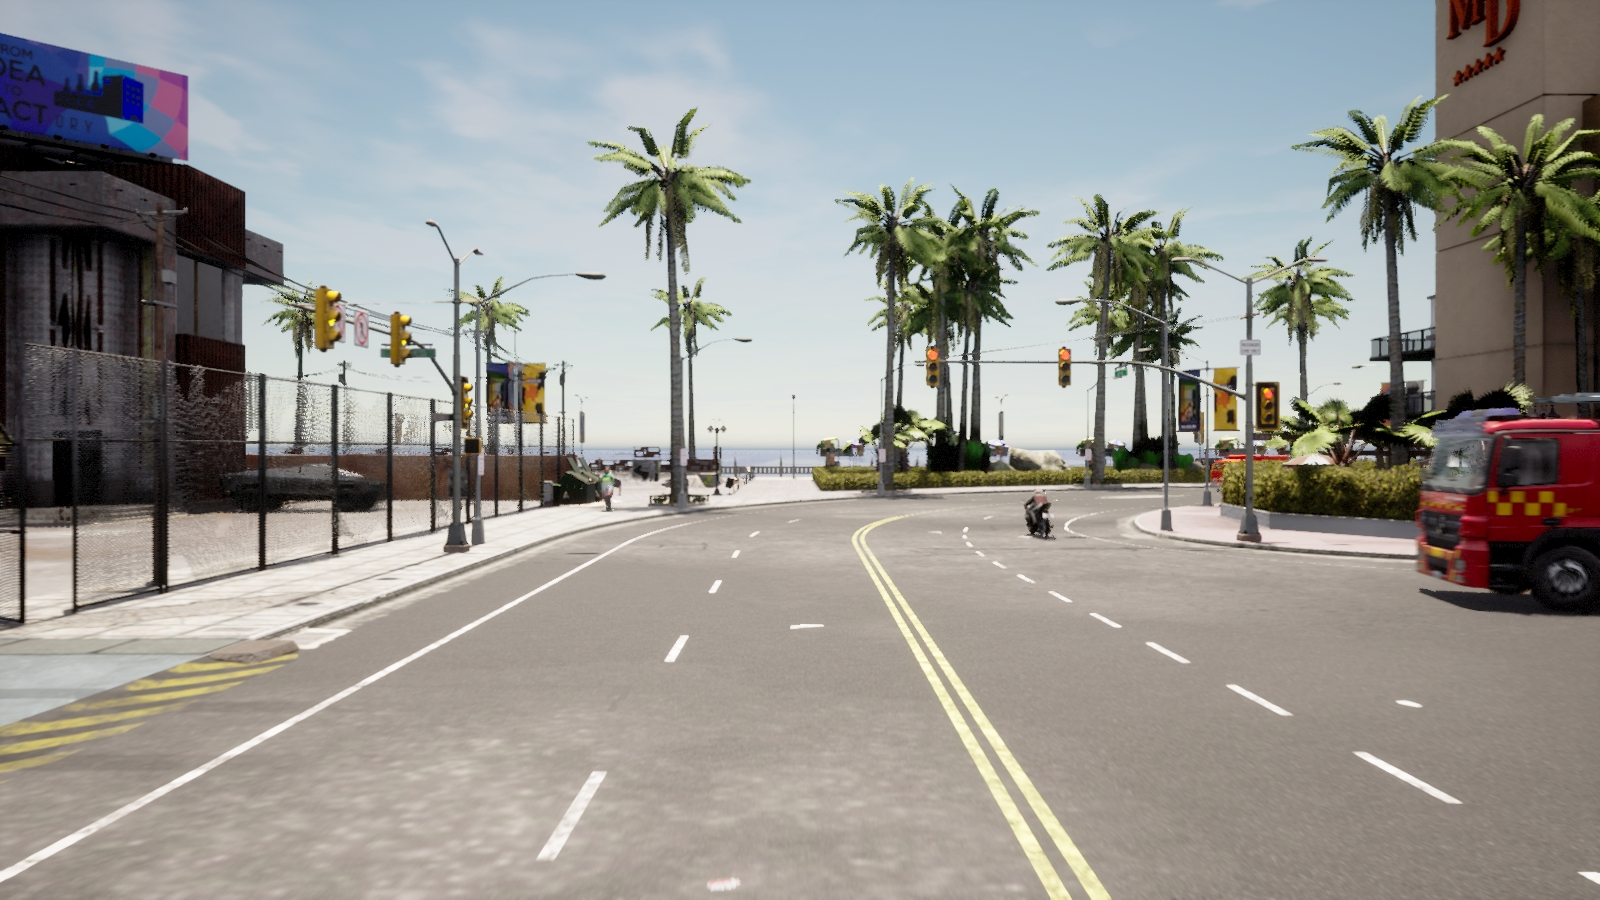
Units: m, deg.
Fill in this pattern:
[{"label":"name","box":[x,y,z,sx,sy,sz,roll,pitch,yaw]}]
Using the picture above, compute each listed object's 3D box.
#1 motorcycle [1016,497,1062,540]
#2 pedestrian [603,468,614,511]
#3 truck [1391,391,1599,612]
[{"label":"motorcycle","box":[7.738,2.205,37.097,0.867,1.251,2.209,1,0,-4]},{"label":"pedestrian","box":[-8.237,1.696,49.065,0.375,1.860,0.375,0,0,6]},{"label":"truck","box":[15.848,0.890,20.919,8.468,3.827,2.891,0,0,11]}]
